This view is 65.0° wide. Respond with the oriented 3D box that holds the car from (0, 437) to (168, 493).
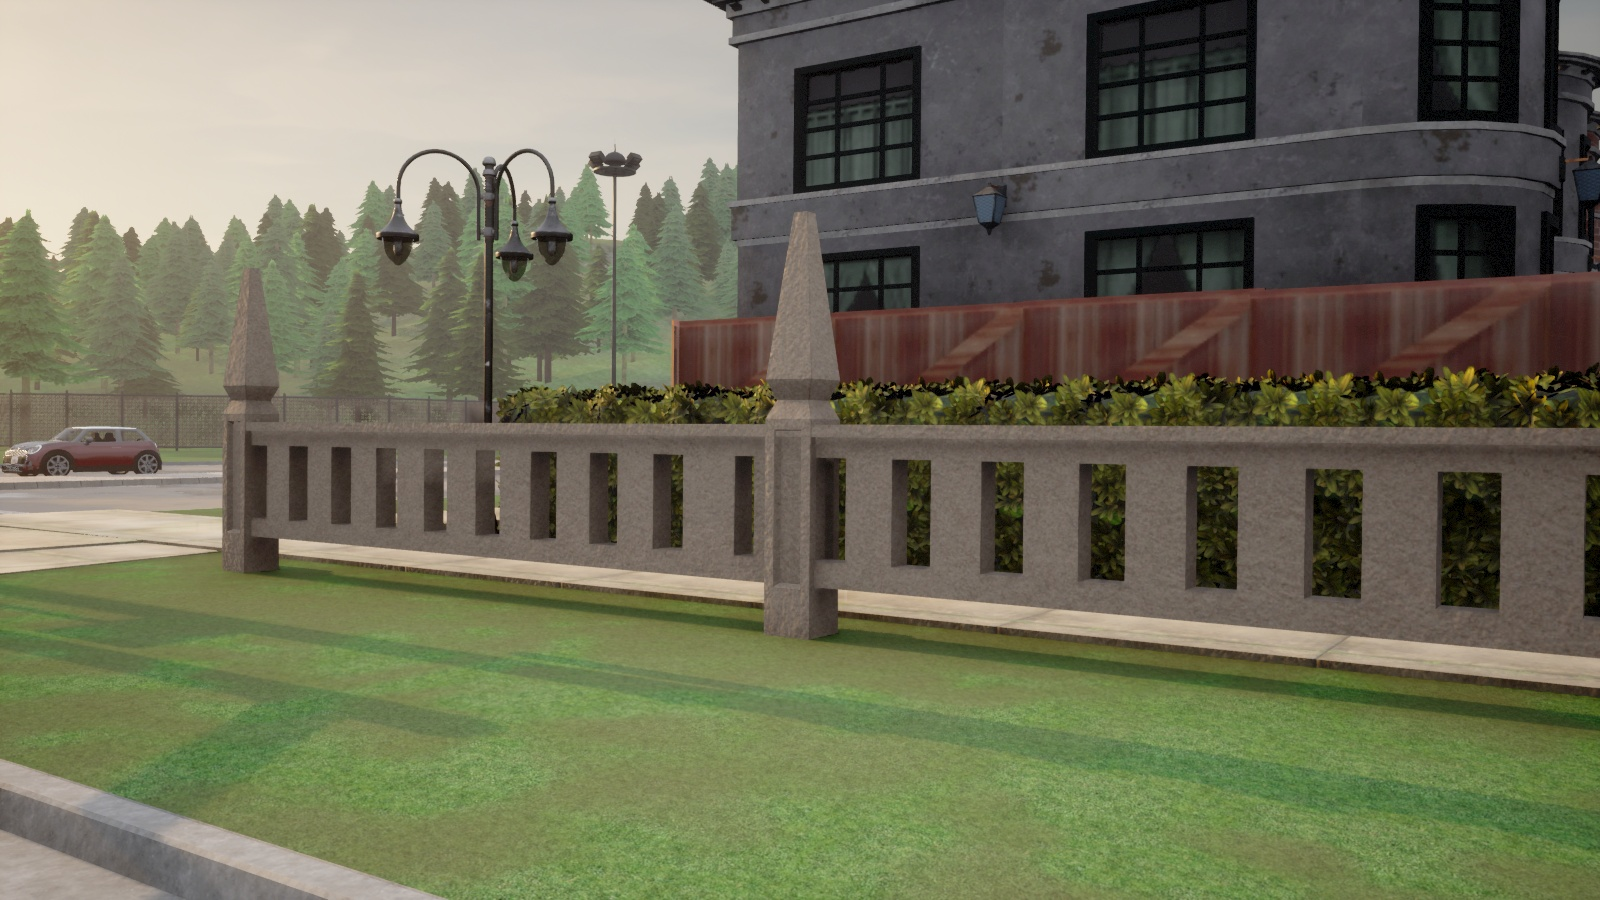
[{"bbox_3d":[-20.619,0.389,36.179,1.970,1.475,3.806,0,1,34],"label":"car"}]
